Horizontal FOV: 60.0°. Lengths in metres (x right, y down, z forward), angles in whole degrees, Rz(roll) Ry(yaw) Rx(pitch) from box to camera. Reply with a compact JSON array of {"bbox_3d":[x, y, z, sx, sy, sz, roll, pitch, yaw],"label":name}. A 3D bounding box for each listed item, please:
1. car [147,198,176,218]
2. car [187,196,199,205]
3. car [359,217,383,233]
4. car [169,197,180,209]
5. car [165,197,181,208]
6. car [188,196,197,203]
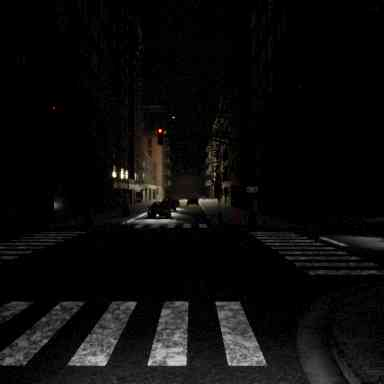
[{"bbox_3d":[-2.840,1.541,30.166,2.033,1.411,5.357,0,0,0],"label":"car"},{"bbox_3d":[0.111,1.455,56.333,1.882,1.535,5.008,0,0,0],"label":"car"},{"bbox_3d":[11.637,1.554,17.861,4.829,1.417,1.752,0,0,0],"label":"car"},{"bbox_3d":[-2.835,1.481,39.988,2.128,1.511,4.902,0,0,0],"label":"car"},{"bbox_3d":[-2.835,1.474,50.189,2.128,1.511,4.902,0,0,0],"label":"car"},{"bbox_3d":[0.112,1.490,69.958,1.812,1.442,4.674,0,0,0],"label":"car"}]
